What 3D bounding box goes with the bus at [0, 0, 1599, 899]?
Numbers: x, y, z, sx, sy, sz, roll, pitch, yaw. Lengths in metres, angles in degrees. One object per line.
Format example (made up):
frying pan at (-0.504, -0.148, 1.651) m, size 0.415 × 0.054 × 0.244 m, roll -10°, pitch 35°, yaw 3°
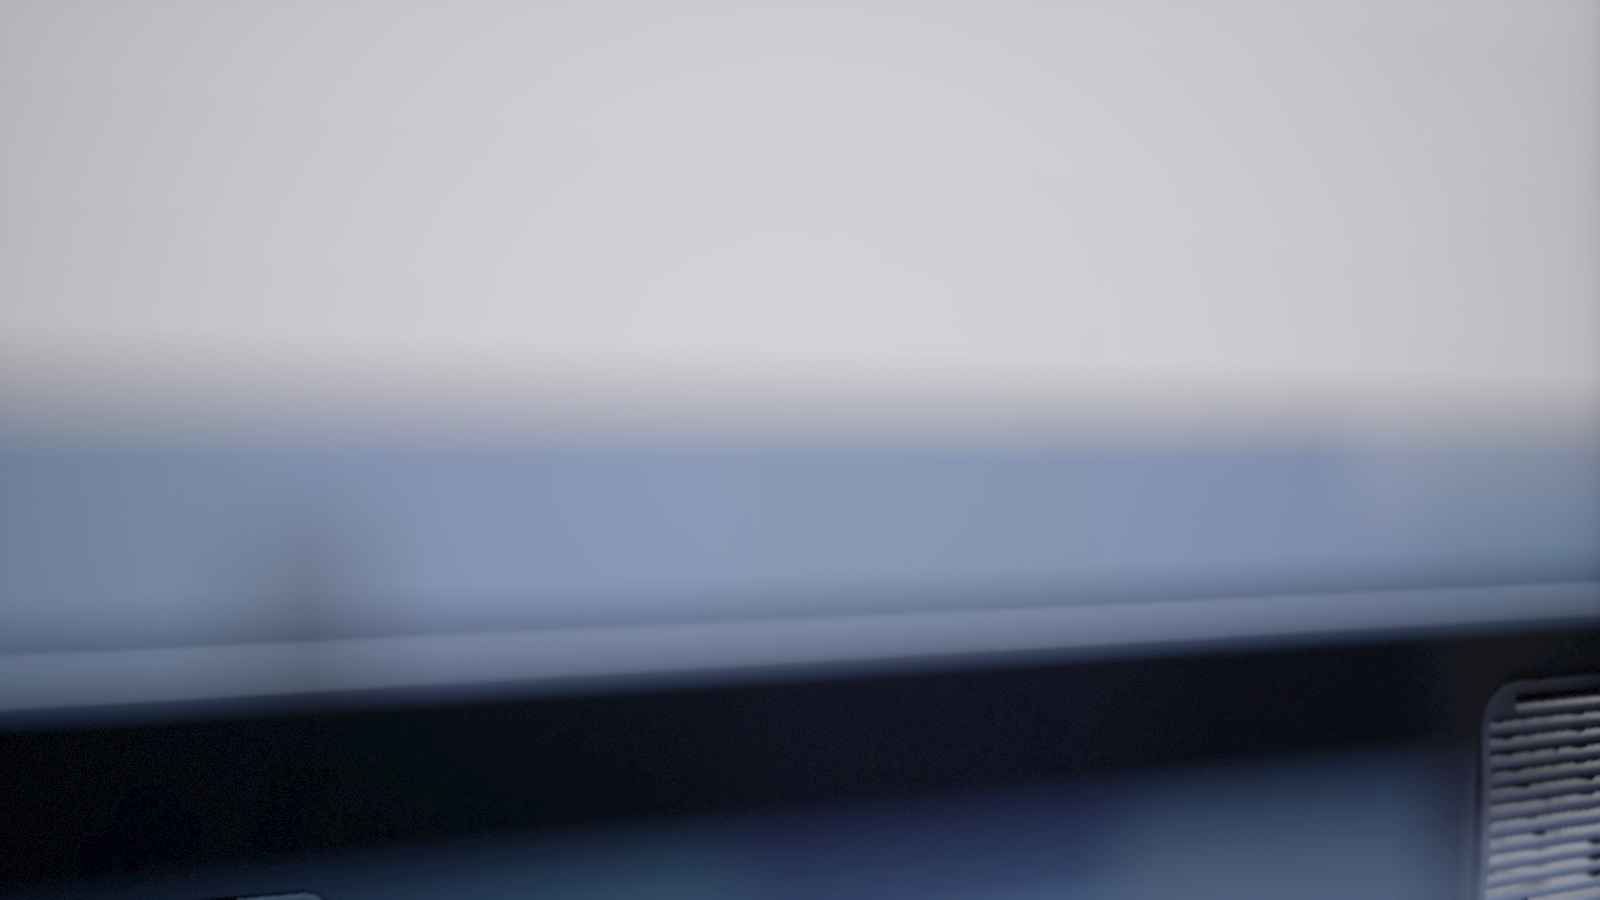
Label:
bus at (0.347, -0.642, 3.354) m, size 10.273 × 4.253 × 3.944 m, roll -1°, pitch 1°, yaw -21°
